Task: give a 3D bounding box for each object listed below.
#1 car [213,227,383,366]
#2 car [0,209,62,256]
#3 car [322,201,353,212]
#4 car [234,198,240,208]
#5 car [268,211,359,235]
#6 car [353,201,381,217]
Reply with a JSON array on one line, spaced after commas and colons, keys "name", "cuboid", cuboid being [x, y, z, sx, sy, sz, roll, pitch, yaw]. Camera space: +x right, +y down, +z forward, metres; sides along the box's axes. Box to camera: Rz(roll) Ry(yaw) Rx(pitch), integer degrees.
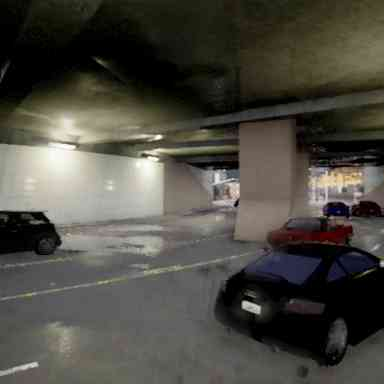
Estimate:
[{"name": "car", "cuboid": [2.372, 1.594, 5.954, 4.181, 1.385, 1.994, 0, 0, -40]}, {"name": "car", "cuboid": [-7.168, 1.427, 11.860, 4.553, 1.767, 2.097, 0, 0, -37]}, {"name": "car", "cuboid": [13.530, 1.627, 31.487, 1.882, 1.535, 5.008, 0, 0, 16]}, {"name": "car", "cuboid": [7.649, 1.623, 51.664, 1.994, 1.385, 4.181, 0, 0, 14]}, {"name": "car", "cuboid": [4.908, 1.666, 13.303, 1.895, 1.301, 4.718, 0, 0, 40]}, {"name": "car", "cuboid": [17.686, 1.634, 33.985, 1.882, 1.535, 5.008, 0, 0, 15]}]
